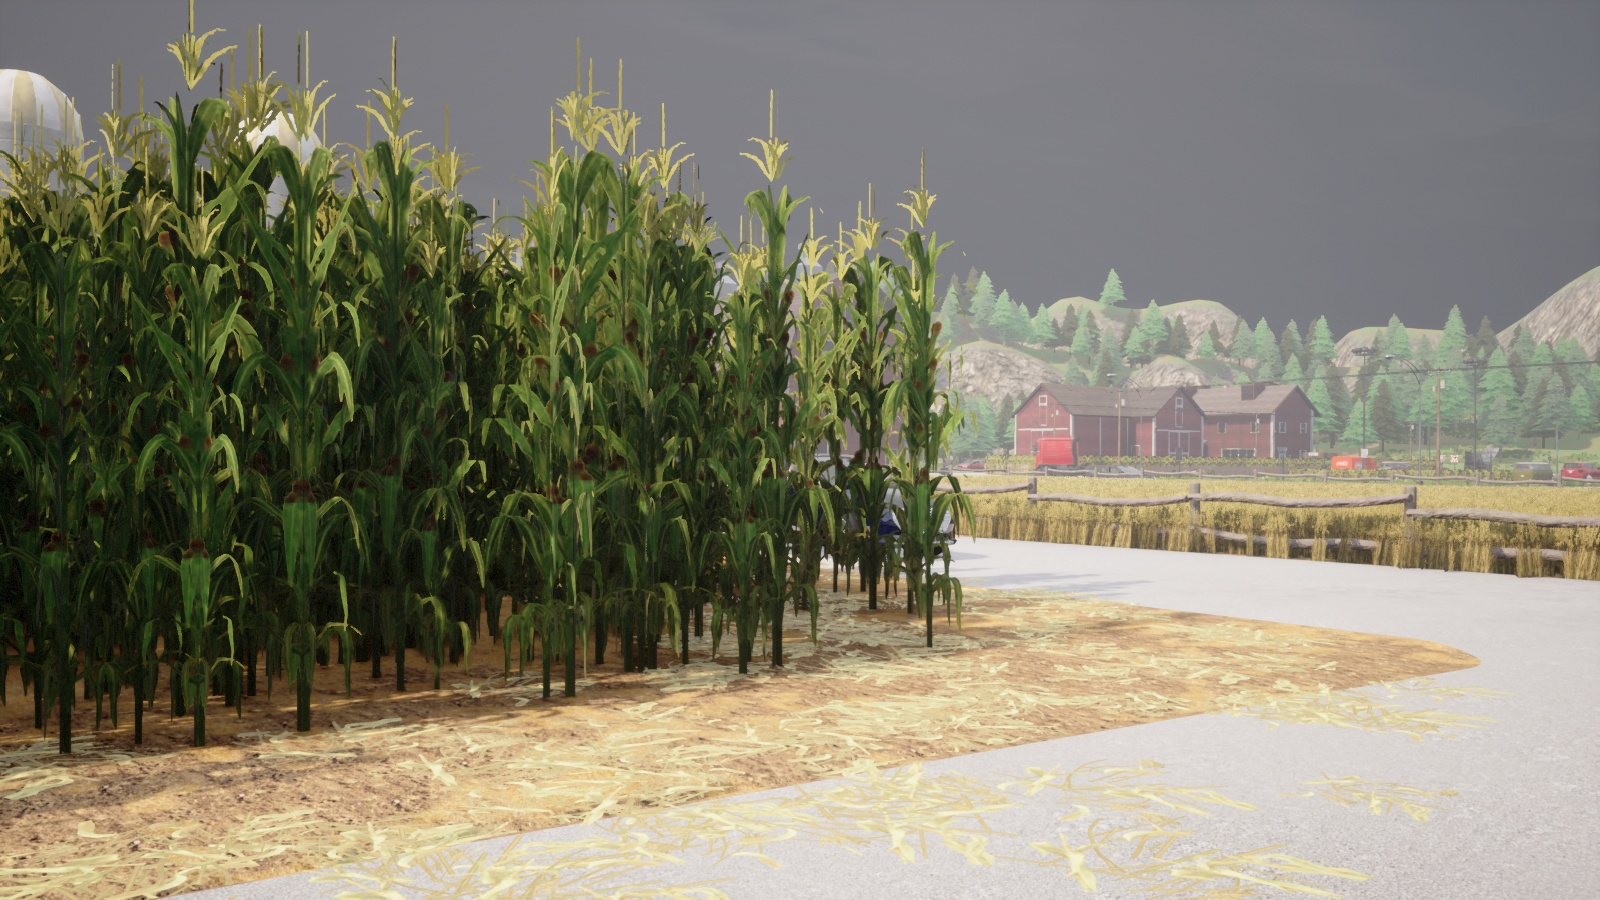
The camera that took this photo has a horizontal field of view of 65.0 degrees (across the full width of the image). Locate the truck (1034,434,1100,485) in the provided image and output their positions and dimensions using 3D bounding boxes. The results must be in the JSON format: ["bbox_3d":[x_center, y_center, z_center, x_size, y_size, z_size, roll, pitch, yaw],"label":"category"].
[{"bbox_3d":[18.760,0.668,88.627,2.891,3.462,7.936,0,0,-1],"label":"truck"}]

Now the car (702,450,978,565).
[{"bbox_3d":[0.494,0.863,20.579,2.033,1.649,4.856,1,-1,-35],"label":"car"}]

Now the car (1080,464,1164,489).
[{"bbox_3d":[20.028,1.602,78.302,2.163,1.488,4.792,1,-1,-35],"label":"car"}]
